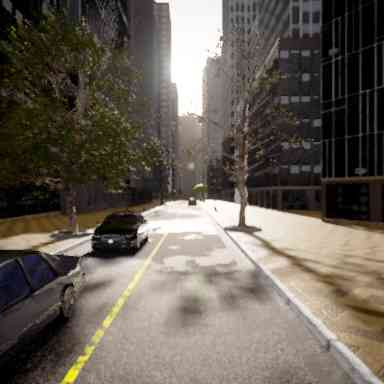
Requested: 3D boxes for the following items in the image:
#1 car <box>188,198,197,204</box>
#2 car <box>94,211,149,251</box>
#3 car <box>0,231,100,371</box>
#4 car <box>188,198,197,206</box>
[{"bbox_3d":[0.057,2.271,83.901,2.128,1.511,4.902,0,-1,0],"label":"car"},{"bbox_3d":[-3.077,1.642,15.018,1.837,1.490,4.892,0,0,0],"label":"car"},{"bbox_3d":[-3.096,1.589,4.636,2.033,1.411,5.357,0,-1,0],"label":"car"},{"bbox_3d":[0.050,2.286,73.871,1.994,1.385,4.181,0,-1,0],"label":"car"}]
